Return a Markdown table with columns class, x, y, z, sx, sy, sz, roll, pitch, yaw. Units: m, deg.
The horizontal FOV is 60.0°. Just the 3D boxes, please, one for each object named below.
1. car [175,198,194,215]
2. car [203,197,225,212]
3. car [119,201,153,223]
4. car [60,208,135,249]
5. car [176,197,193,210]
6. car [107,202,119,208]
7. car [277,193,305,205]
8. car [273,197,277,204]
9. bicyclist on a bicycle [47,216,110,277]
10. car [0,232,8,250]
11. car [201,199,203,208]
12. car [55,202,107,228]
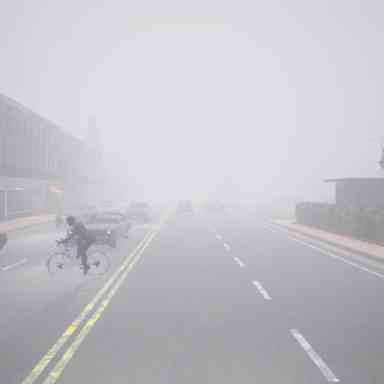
| class | x | y | z | sx | sy | sz | roll | pitch | yaw |
| --- | --- | --- | --- | --- | --- | --- | --- | --- | --- |
| car | -0.730 | 1.547 | 34.286 | 2.033 | 1.411 | 5.357 | 0 | 0 | -2 |
| car | 2.667 | 1.564 | 38.446 | 1.994 | 1.385 | 4.181 | 0 | 0 | -2 |
| car | -4.119 | 1.506 | 25.836 | 1.837 | 1.490 | 4.892 | 0 | 0 | -1 |
| car | -3.936 | 1.600 | 14.766 | 1.895 | 1.301 | 4.718 | 0 | 0 | -1 |
| car | -1.007 | 1.491 | 44.913 | 2.128 | 1.511 | 4.902 | 0 | 0 | -1 |
| car | -7.799 | 1.601 | 30.404 | 1.895 | 1.301 | 4.718 | 0 | 0 | -1 |
| car | 16.457 | 1.156 | 54.252 | 3.866 | 1.878 | 1.905 | 0 | 0 | -3 |
| car | 16.364 | 1.153 | 57.145 | 4.605 | 1.855 | 1.932 | 0 | 0 | -3 |
| bicyclist on a bicycle | -3.022 | 1.455 | 8.820 | 1.656 | 1.620 | 0.582 | -2 | 0 | -2 |
| car | -7.302 | 1.601 | 9.360 | 1.895 | 1.301 | 4.718 | 0 | 0 | -1 |
| car | 2.384 | 1.477 | 48.478 | 1.882 | 1.535 | 5.008 | 0 | 0 | -1 |
| car | -7.574 | 1.492 | 22.416 | 2.128 | 1.511 | 4.902 | 0 | 0 | -1 |
